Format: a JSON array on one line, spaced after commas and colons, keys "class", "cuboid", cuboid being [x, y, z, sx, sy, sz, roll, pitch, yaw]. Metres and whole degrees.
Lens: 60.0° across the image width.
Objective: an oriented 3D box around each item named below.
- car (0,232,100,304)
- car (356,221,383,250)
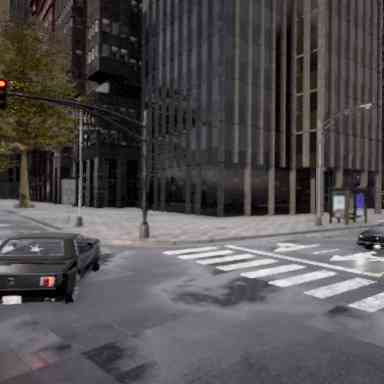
[{"class": "car", "cuboid": [-3.435, 1.623, 8.050, 1.895, 1.301, 4.718, 1, 0, -7]}, {"class": "car", "cuboid": [9.289, 1.739, 14.296, 5.357, 1.411, 2.033, 1, 0, -35]}]
